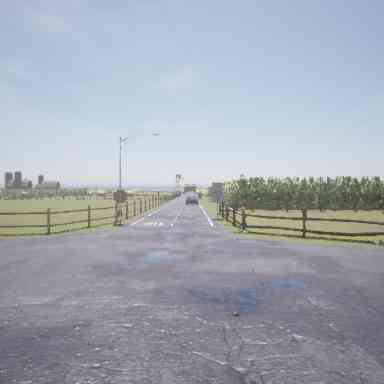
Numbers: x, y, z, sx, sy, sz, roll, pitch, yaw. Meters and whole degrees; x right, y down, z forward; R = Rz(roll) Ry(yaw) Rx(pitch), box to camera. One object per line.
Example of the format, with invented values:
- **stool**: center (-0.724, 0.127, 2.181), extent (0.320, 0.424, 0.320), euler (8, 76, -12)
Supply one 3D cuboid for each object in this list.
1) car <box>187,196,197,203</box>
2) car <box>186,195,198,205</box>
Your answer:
- **car**: center (0.013, 1.476, 68.155), extent (2.033, 1.411, 5.357), euler (0, 0, 0)
- **car**: center (0.011, 1.297, 58.119), extent (2.097, 1.767, 4.553), euler (0, 0, 0)
